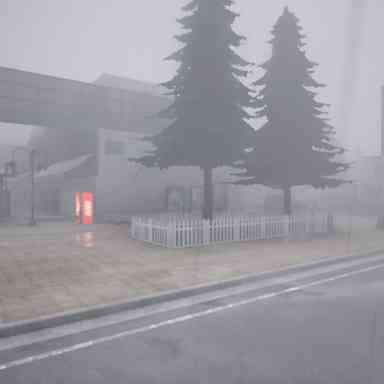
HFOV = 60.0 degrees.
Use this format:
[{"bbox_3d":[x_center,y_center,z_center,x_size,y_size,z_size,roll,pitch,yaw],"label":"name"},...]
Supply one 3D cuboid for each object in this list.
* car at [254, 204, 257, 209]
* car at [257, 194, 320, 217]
[{"bbox_3d":[9.370,1.517,37.422,2.033,1.411,5.357,0,0,-34],"label":"car"},{"bbox_3d":[9.149,1.194,31.130,2.150,2.045,5.566,0,0,-34],"label":"car"}]
